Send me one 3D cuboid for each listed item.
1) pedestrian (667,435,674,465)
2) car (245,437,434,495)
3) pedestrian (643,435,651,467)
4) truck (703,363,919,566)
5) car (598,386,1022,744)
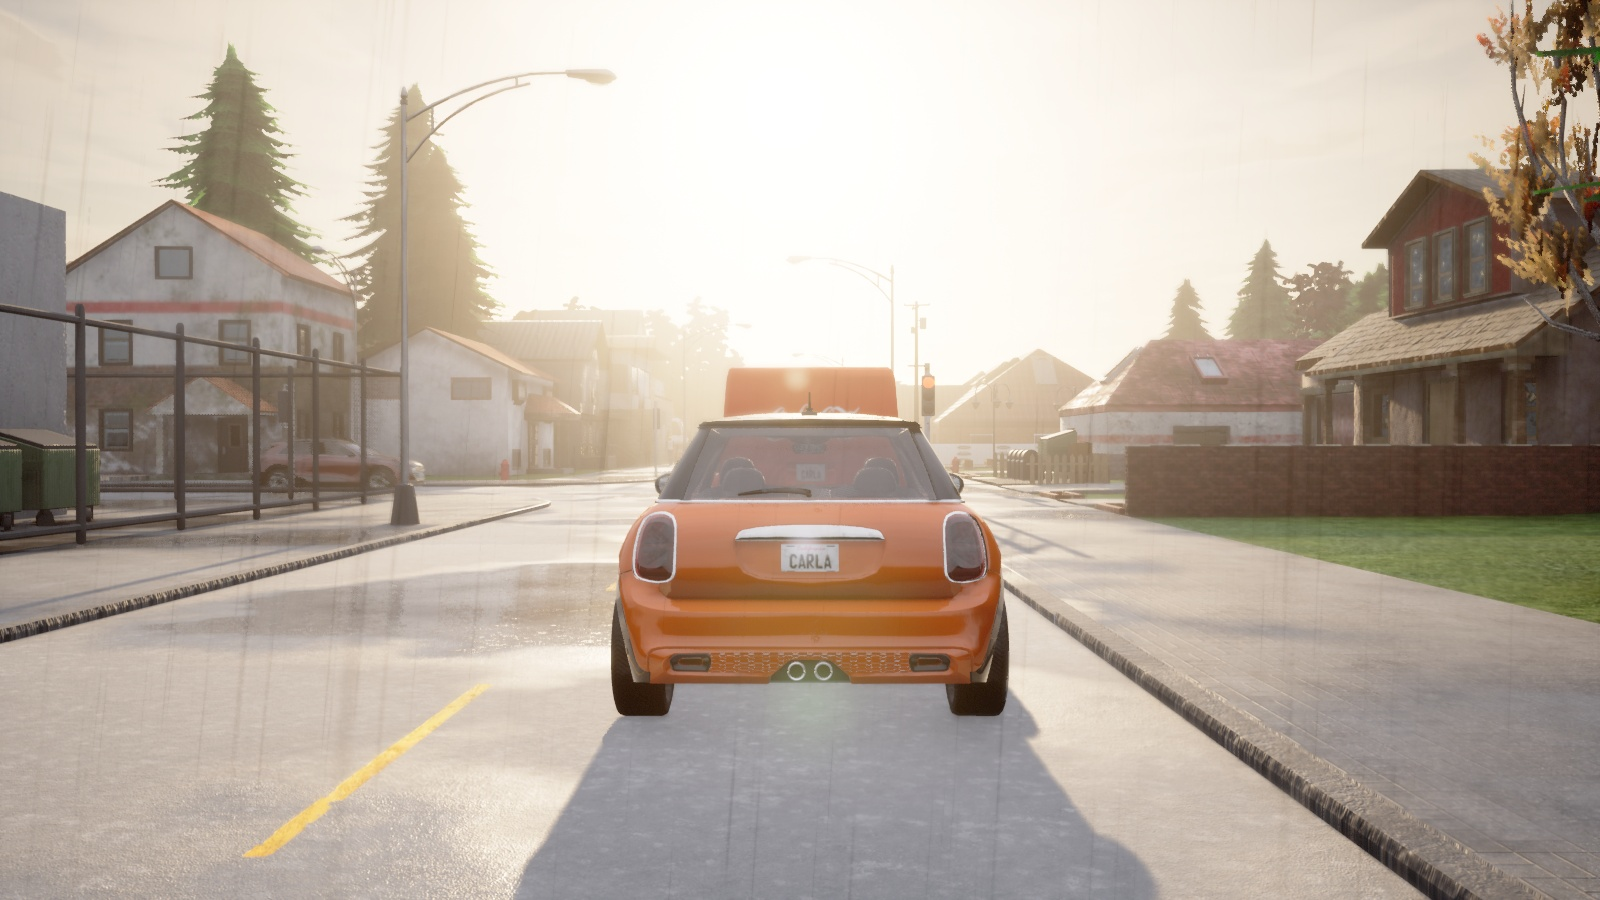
[{"bbox_3d":[-8.113,0.006,78.571,0.354,1.836,0.706,0,0,0],"label":"pedestrian"},{"bbox_3d":[-13.559,0.456,37.191,4.856,1.649,2.033,0,0,0],"label":"car"},{"bbox_3d":[-8.933,0.035,73.264,0.331,1.846,0.634,0,0,3],"label":"pedestrian"},{"bbox_3d":[0.125,0.159,17.875,2.627,2.467,5.204,0,0,0],"label":"truck"},{"bbox_3d":[0.062,0.557,8.482,2.097,1.767,4.553,0,0,0],"label":"car"}]
